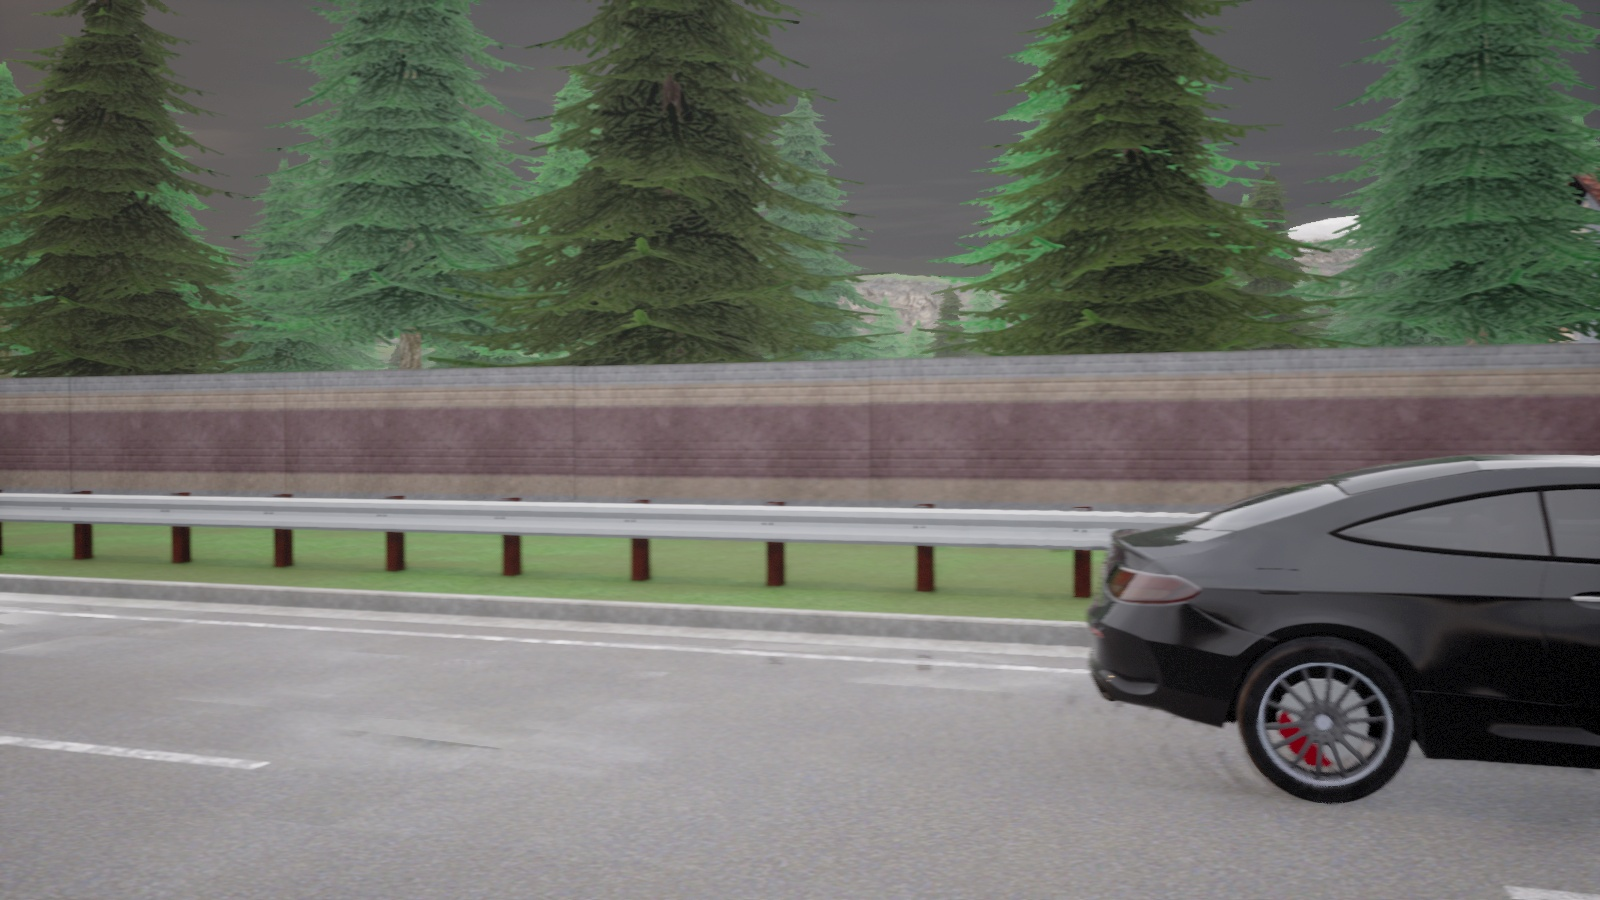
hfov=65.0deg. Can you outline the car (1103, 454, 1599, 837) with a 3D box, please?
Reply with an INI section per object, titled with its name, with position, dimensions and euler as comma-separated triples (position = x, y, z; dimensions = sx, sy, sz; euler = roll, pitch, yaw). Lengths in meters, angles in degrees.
[car]
position = 3.830, 0.777, 5.598
dimensions = 4.674, 1.442, 1.812
euler = 1, 1, 19
